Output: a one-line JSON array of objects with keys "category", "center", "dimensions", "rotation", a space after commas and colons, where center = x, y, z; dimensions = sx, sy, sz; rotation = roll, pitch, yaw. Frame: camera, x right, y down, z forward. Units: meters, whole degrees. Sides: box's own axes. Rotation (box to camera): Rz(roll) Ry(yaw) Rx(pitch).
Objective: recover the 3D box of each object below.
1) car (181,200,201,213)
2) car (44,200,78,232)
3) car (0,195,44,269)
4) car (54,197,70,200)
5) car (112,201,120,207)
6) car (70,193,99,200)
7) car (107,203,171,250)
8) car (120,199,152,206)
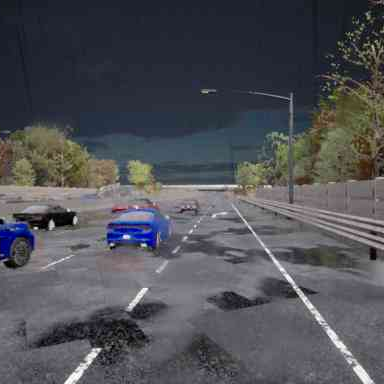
[{"category": "car", "center": [-0.094, 1.550, 36.655], "dimensions": [2.033, 1.411, 5.357], "rotation": [0, 0, 6]}, {"category": "car", "center": [-8.641, 1.477, 20.057], "dimensions": [1.882, 1.535, 5.008], "rotation": [0, 0, 5]}, {"category": "car", "center": [-6.218, 1.221, 8.135], "dimensions": [2.150, 2.045, 5.566], "rotation": [0, 0, 5]}, {"category": "car", "center": [-20.025, 1.492, 51.390], "dimensions": [1.882, 1.535, 5.008], "rotation": [0, 0, 5]}, {"category": "car", "center": [-7.181, 1.567, 36.021], "dimensions": [1.994, 1.385, 4.181], "rotation": [0, 0, 5]}, {"category": "car", "center": [-16.431, 1.237, 52.271], "dimensions": [2.150, 2.045, 5.566], "rotation": [0, 0, 5]}, {"category": "car", "center": [-2.122, 1.477, 14.481], "dimensions": [1.882, 1.535, 5.008], "rotation": [0, 0, 5]}, {"category": "car", "center": [-4.321, 1.353, 28.884], "dimensions": [2.097, 1.767, 4.553], "rotation": [0, 0, 5]}]
